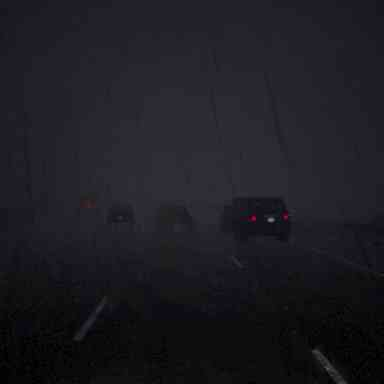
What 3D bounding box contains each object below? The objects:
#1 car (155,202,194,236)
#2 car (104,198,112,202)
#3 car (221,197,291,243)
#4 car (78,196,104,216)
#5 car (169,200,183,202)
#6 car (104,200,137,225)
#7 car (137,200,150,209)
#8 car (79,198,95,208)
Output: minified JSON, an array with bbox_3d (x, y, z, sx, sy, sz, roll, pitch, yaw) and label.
[{"bbox_3d":[-1.053,1.564,19.198,2.128,1.511,4.902,0,0,-7],"label":"car"},{"bbox_3d":[-15.229,1.873,59.876,1.812,1.442,4.674,0,0,-23],"label":"car"},{"bbox_3d":[2.947,1.244,16.359,2.150,2.045,5.566,0,0,-7],"label":"car"},{"bbox_3d":[-10.871,1.448,35.537,2.150,2.045,5.566,0,0,-14],"label":"car"},{"bbox_3d":[-2.156,1.711,44.526,2.033,1.411,5.357,0,0,-18],"label":"car"},{"bbox_3d":[-5.380,1.614,25.390,1.882,1.535,5.008,0,0,-10],"label":"car"},{"bbox_3d":[-7.857,1.843,50.904,1.895,1.301,4.718,0,0,-19],"label":"car"},{"bbox_3d":[-18.557,1.870,58.665,2.128,1.511,4.902,0,0,-23],"label":"car"}]
